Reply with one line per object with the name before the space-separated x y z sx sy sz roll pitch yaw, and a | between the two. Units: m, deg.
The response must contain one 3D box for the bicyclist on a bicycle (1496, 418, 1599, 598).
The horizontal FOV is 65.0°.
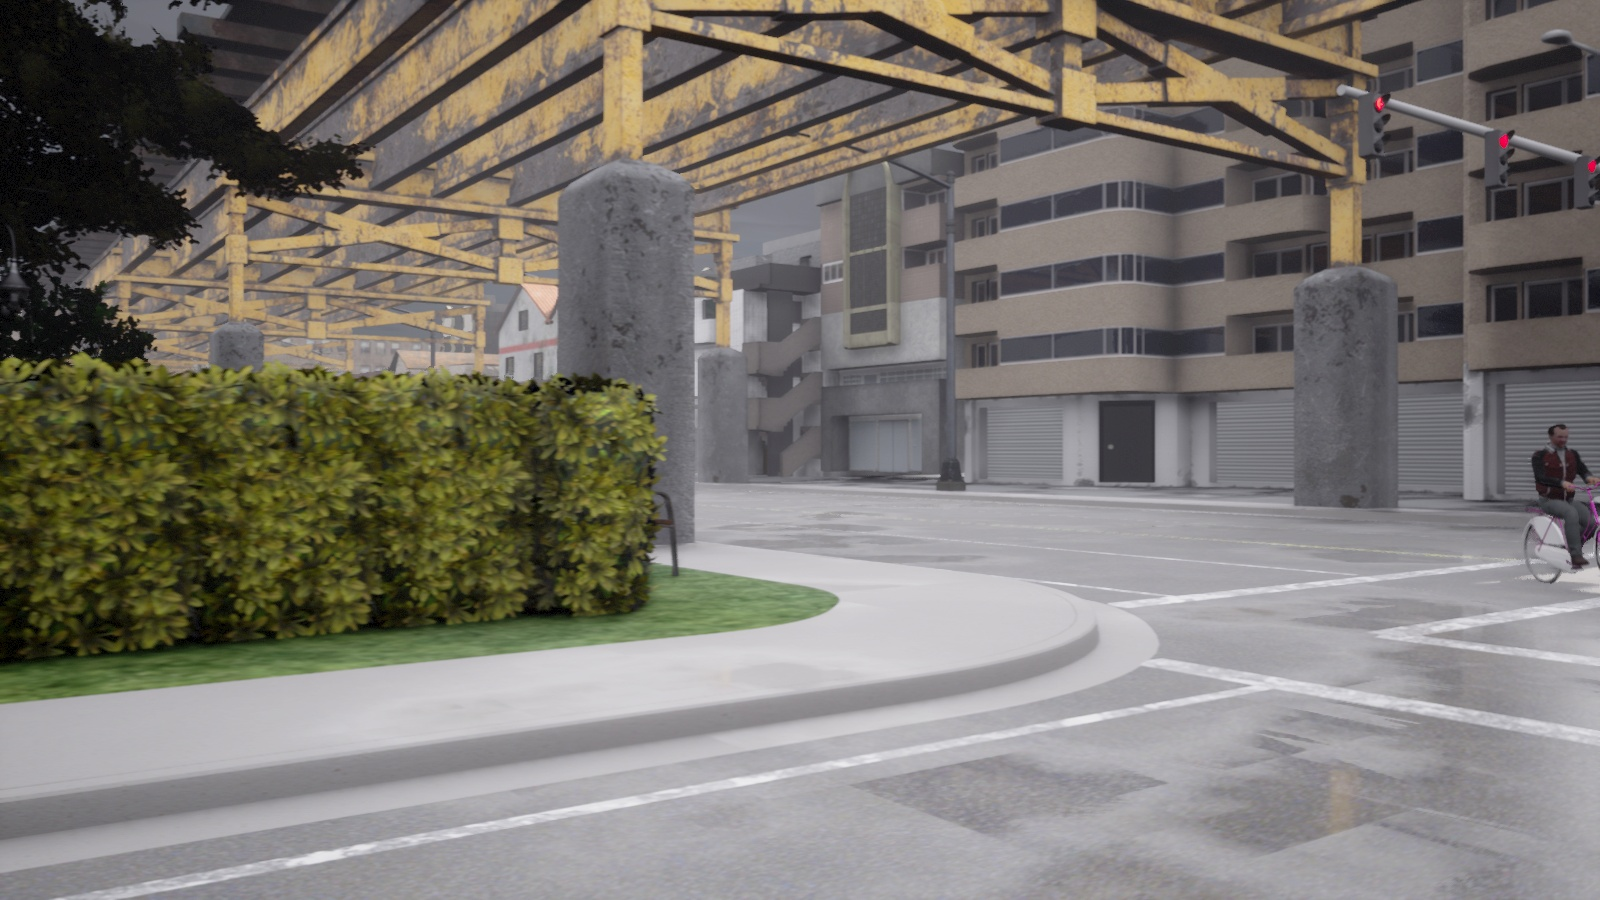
bicyclist on a bicycle | 8.171 0.562 13.127 0.659 1.776 1.843 -3 0 0
